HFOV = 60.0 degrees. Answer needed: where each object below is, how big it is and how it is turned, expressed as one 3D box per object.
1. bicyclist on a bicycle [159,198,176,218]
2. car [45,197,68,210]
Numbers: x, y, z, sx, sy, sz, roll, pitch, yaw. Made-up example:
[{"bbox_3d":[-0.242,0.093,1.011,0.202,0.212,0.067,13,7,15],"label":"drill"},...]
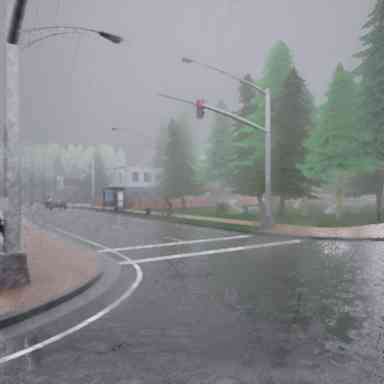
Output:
[{"bbox_3d":[-2.025,1.307,27.456,1.656,1.620,0.582,-1,0,-34],"label":"bicyclist on a bicycle"},{"bbox_3d":[-17.968,1.430,43.875,2.097,1.767,4.553,0,0,-34],"label":"car"}]
